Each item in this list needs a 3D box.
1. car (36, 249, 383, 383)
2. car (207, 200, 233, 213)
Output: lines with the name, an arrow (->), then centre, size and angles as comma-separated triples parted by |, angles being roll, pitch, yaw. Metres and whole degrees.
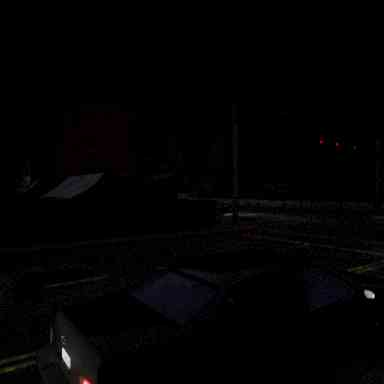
car -> 0.914, 1.534, 4.463 | 5.357, 1.411, 2.033 | 0, 0, -35
car -> 2.595, 1.506, 35.147 | 1.895, 1.301, 4.718 | 0, 0, -37
